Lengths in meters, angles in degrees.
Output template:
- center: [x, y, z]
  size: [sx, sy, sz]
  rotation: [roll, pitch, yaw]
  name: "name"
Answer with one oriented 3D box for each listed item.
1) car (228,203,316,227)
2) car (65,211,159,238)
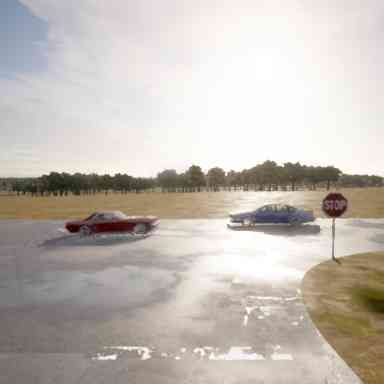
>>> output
- center: [5.081, 1.438, 21.466]
  size: [5.357, 1.411, 2.033]
  rotation: [0, 2, 0]
  name: "car"
- center: [-4.160, 1.657, 17.966]
  size: [4.718, 1.301, 1.895]
  rotation: [-2, 1, 2]
  name: "car"
